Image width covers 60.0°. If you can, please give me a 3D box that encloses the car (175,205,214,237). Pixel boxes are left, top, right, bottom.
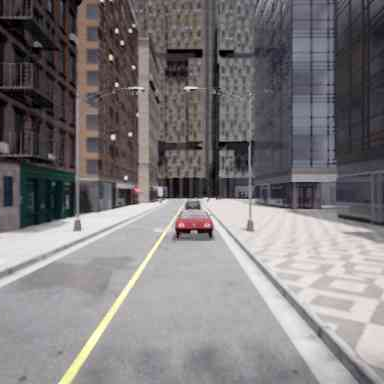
[{"bbox_3d":[0.110,1.603,17.933,1.895,1.301,4.718,0,0,0],"label":"car"}]

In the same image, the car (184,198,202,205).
[{"bbox_3d":[0.120,1.497,40.459,2.128,1.511,4.902,0,0,0],"label":"car"}]
